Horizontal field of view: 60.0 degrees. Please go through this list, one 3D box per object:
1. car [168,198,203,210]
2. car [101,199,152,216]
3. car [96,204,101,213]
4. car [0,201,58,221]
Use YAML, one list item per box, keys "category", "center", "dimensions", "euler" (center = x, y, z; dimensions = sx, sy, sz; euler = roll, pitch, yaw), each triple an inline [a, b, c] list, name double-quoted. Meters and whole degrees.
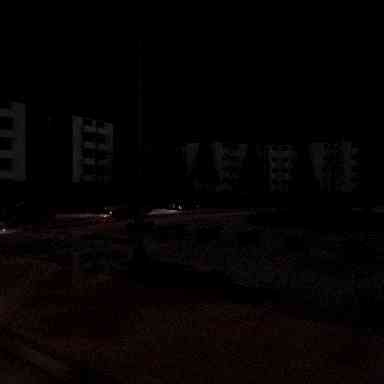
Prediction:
- category: "car"
  center: [-0.851, 1.505, 42.768]
  dimensions: [4.892, 1.490, 1.837]
  euler: [0, 0, -37]
- category: "car"
  center: [-6.110, 1.601, 32.364]
  dimensions: [1.895, 1.301, 4.718]
  euler: [0, 0, 37]
- category: "car"
  center: [-7.936, 1.478, 35.764]
  dimensions: [1.882, 1.535, 5.008]
  euler: [0, 0, 40]
- category: "car"
  center: [-13.688, 1.505, 27.760]
  dimensions: [1.837, 1.490, 4.892]
  euler: [0, 0, 34]
